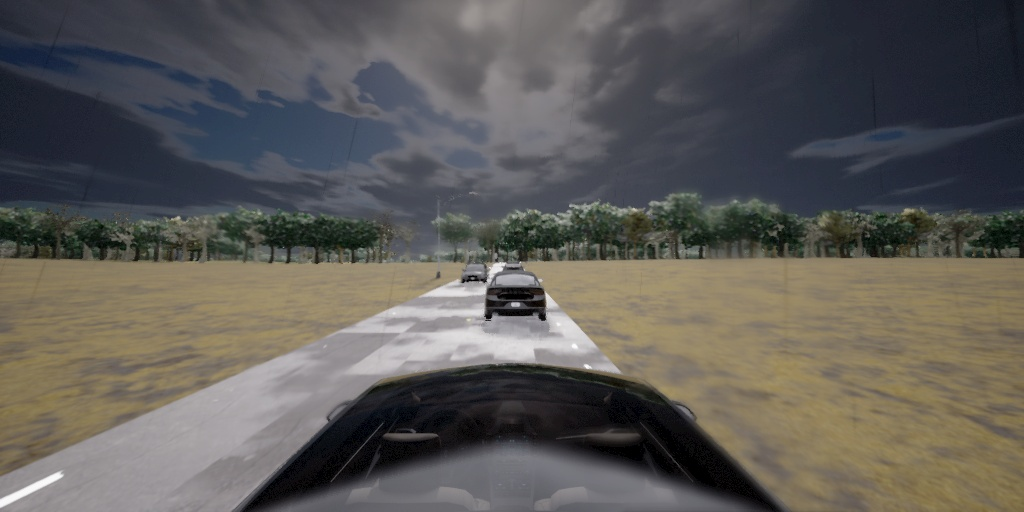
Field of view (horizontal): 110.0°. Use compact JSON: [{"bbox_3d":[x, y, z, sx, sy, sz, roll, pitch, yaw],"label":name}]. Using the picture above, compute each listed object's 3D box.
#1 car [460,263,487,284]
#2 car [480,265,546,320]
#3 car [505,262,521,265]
[{"bbox_3d":[-2.743,1.313,27.435,1.837,1.490,4.892,0,0,0],"label":"car"},{"bbox_3d":[0.103,1.237,12.688,1.882,1.535,5.008,0,0,0],"label":"car"},{"bbox_3d":[0.108,1.279,31.725,1.837,1.490,4.892,0,0,0],"label":"car"}]
